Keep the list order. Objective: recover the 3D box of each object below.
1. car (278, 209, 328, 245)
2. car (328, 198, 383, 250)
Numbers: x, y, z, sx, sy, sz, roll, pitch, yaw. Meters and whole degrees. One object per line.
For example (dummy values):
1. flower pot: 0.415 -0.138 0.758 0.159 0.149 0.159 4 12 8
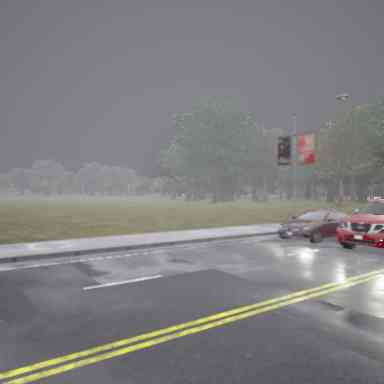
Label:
1. car: 6.212 1.578 16.110 4.674 1.442 1.812 0 0 -36
2. car: 8.236 1.274 13.563 5.566 2.045 2.150 0 0 -35
